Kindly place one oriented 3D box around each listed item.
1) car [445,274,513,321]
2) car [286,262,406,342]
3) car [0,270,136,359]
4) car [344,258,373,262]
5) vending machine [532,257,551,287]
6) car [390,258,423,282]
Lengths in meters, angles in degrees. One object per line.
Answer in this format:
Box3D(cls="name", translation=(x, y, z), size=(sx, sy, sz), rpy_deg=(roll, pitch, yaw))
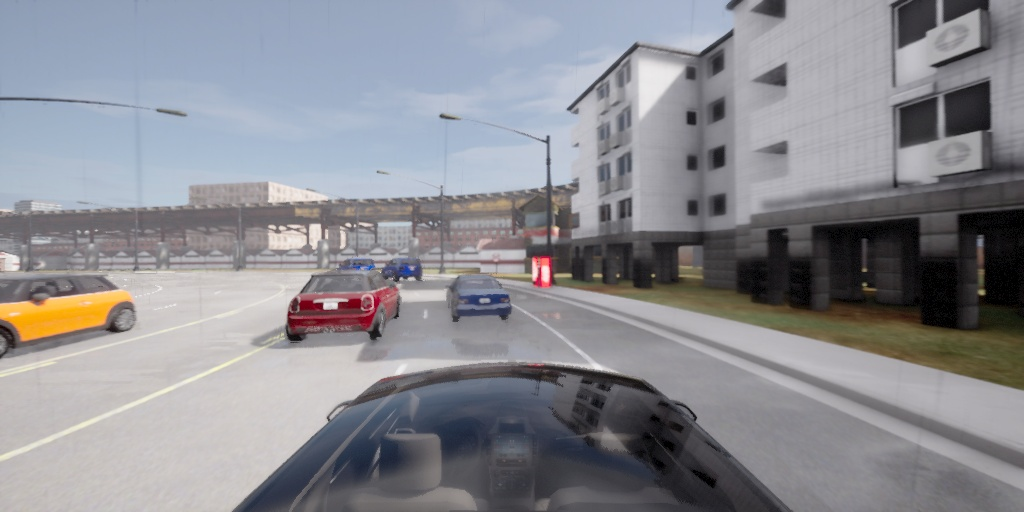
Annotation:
Box3D(cls="car", translation=(-1.332, 1.360, 12.828), size=(2.033, 1.411, 5.357), rpy_deg=(0, 0, -12))
Box3D(cls="car", translation=(-4.520, 1.179, 10.340), size=(2.097, 1.767, 4.553), rpy_deg=(0, 0, -10))
Box3D(cls="car", translation=(-11.341, 1.226, 8.080), size=(2.097, 1.767, 4.553), rpy_deg=(-1, 0, -11))
Box3D(cls="car", translation=(-13.280, 1.216, 30.581), size=(2.150, 2.045, 5.566), rpy_deg=(0, -1, -37))
Box3D(cls="vending machine", translation=(1.885, 1.027, 22.564), size=(1.100, 2.100, 0.880), rpy_deg=(0, 0, -21))
Box3D(cls="car", translation=(-9.693, 1.191, 31.560), size=(2.150, 2.045, 5.566), rpy_deg=(0, 0, -35))
